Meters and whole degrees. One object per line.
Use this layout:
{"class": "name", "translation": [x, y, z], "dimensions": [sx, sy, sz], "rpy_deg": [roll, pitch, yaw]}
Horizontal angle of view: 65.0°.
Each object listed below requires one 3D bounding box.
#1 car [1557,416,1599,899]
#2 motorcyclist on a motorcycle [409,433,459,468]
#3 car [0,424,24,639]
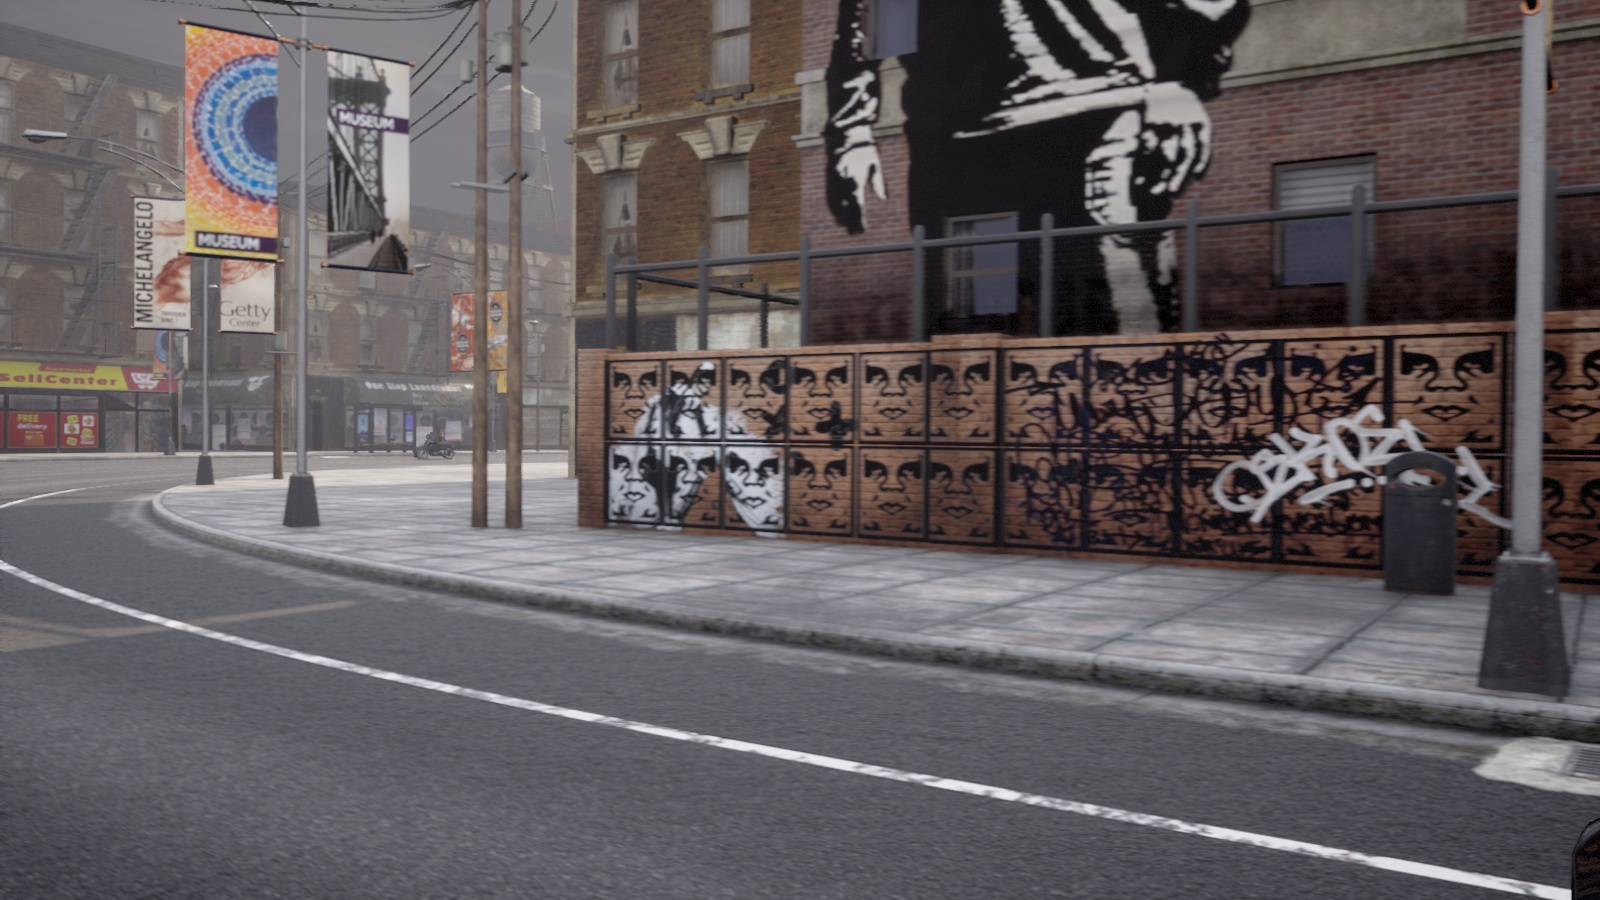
{"class": "car", "translation": [3.590, 0.682, 1.218], "dimensions": [4.792, 1.488, 2.163], "rpy_deg": [0, 1, 34]}
{"class": "motorcyclist on a motorcycle", "translation": [-17.779, 0.010, 61.066], "dimensions": [0.766, 1.649, 2.350], "rpy_deg": [0, 1, 33]}
{"class": "car", "translation": [-8.278, 0.601, 10.569], "dimensions": [1.801, 1.575, 5.366], "rpy_deg": [-1, 1, -45]}
